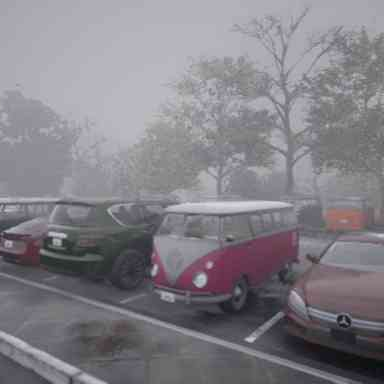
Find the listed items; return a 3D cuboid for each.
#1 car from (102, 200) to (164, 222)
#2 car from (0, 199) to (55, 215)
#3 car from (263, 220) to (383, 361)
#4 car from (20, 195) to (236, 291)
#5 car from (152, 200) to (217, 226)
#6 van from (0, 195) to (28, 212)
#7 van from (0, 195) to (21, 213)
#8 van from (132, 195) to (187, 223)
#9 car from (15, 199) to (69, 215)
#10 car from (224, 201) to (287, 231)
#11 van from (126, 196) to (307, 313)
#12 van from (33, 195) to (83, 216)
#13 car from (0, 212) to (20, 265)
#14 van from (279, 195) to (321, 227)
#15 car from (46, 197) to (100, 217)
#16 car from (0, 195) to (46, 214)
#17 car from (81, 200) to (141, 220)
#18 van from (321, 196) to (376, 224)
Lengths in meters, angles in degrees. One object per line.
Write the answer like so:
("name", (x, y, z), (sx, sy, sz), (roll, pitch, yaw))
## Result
("car", (-4.798, 1.485, 27.785), (2.231, 1.521, 4.892), (0, 0, 36))
("car", (-18.404, 1.594, 37.330), (1.946, 1.575, 5.366), (-1, 0, 36))
("car", (3.204, 1.500, 5.952), (2.002, 1.452, 4.674), (1, 0, 36))
("car", (-1.289, 1.156, 9.209), (2.435, 2.045, 5.566), (1, 0, 36))
("car", (-0.400, 1.443, 24.409), (1.946, 1.575, 5.366), (0, 0, 36))
("van", (-22.828, 1.432, 40.878), (1.878, 1.987, 4.442), (-1, -1, 36))
("van", (-5.871, 1.204, 12.319), (1.878, 1.987, 4.442), (0, 0, 36))
("van", (-2.477, 1.239, 26.271), (1.878, 1.987, 4.442), (0, 0, 36))
("car", (-16.052, 1.578, 35.862), (2.231, 1.521, 4.892), (0, 0, 36))
("car", (4.210, 1.409, 21.334), (2.097, 1.535, 5.008), (0, 0, 36))
("van", (0.881, 1.208, 7.473), (1.878, 1.987, 4.442), (1, 0, 36))
("van", (-13.730, 1.332, 34.347), (1.878, 1.987, 4.442), (0, 0, 36))
("car", (-3.525, 1.441, 10.815), (2.163, 1.488, 4.792), (0, 0, 36))
("van", (6.267, 1.181, 19.707), (1.878, 1.987, 4.442), (0, 0, 36))
("car", (-11.566, 1.414, 32.611), (2.185, 1.767, 4.553), (0, 0, 36))
("car", (-20.531, 1.370, 39.119), (2.435, 2.045, 5.566), (-1, -1, 36))
("car", (-7.048, 1.502, 29.401), (2.097, 1.535, 5.008), (0, 0, 36))
("van", (8.761, 1.208, 18.204), (1.878, 1.987, 4.442), (1, 0, 36))
